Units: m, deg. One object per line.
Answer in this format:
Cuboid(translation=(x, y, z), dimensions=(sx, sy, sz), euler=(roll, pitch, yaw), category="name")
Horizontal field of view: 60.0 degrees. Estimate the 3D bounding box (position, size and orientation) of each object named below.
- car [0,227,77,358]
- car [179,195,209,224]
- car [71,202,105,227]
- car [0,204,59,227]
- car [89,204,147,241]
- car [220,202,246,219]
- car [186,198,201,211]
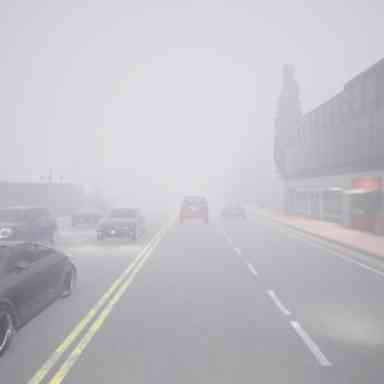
Cuboid(translation=(-3.562, 1.571, 5.734), dimensions=(1.994, 1.385, 4.181), euler=(0, 0, 0), category="car")
Cuboid(translation=(0.160, 1.264, 25.468), dimensions=(2.150, 2.045, 5.566), euler=(0, 0, 0), category="car")
Cuboid(translation=(-6.943, 1.510, 23.527), dimensions=(1.882, 1.535, 5.008), euler=(0, 0, 0), category="car")
Cuboid(translation=(-6.991, 1.367, 12.958), dimensions=(2.097, 1.767, 4.553), euler=(0, 0, 1), category="car")
Cuboid(translation=(-3.460, 1.529, 17.012), dimensions=(1.837, 1.490, 4.892), euler=(0, 0, 0), category="car")
Cuboid(translation=(3.625, 1.614, 29.984), dimensions=(1.994, 1.385, 4.181), euler=(0, 0, 1), category="car")
Cuboid(translation=(0.178, 1.545, 42.954), dimensions=(1.882, 1.535, 5.008), euler=(0, 0, 1), category="car")
